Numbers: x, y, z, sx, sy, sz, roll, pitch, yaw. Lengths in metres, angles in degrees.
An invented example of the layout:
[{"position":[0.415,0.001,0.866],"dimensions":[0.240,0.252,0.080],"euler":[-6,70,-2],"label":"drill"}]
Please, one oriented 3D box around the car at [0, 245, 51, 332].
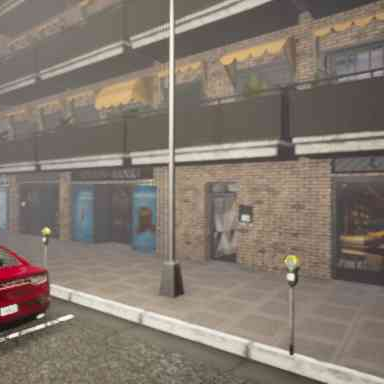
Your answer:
[{"position":[-4.395,1.533,6.007],"dimensions":[4.507,1.381,1.887],"euler":[0,0,35],"label":"car"}]
